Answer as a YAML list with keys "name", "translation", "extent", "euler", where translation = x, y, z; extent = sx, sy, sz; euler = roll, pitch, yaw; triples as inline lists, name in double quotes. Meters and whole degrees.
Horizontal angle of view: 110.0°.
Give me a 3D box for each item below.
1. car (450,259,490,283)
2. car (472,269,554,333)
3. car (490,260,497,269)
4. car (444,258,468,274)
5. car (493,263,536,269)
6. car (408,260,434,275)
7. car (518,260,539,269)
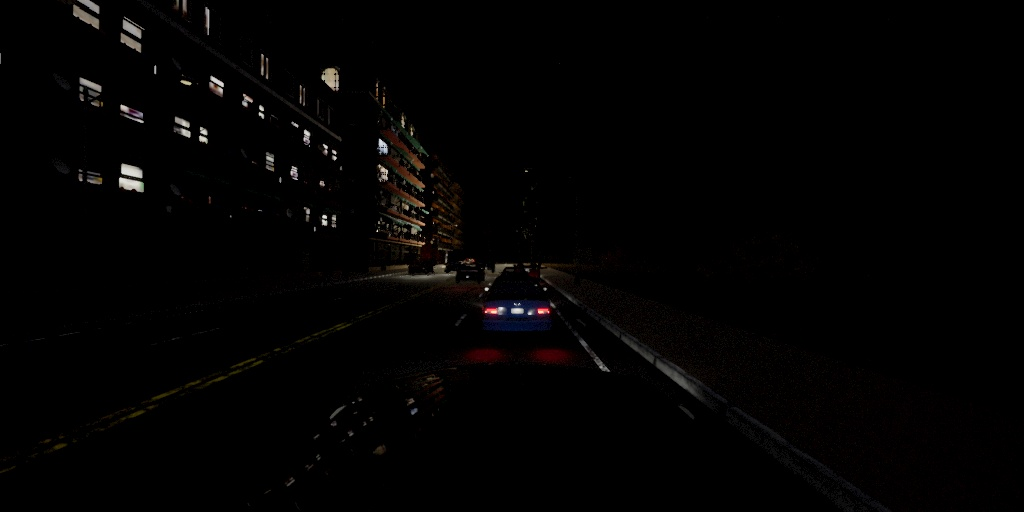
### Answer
- name: "car"
  translation: [-3.100, 1.246, 27.444]
  extent: [2.128, 1.511, 4.902]
  euler: [0, 0, 0]
- name: "car"
  translation: [0.119, 1.299, 10.663]
  extent: [2.033, 1.411, 5.357]
  euler: [0, 0, 0]
- name: "car"
  translation: [-3.065, 1.258, 44.728]
  extent: [1.837, 1.490, 4.892]
  euler: [0, 0, 0]
- name: "car"
  translation: [-6.523, 1.300, 41.548]
  extent: [2.033, 1.411, 5.357]
  euler: [0, 0, 0]
- name: "car"
  translation: [0.132, 1.317, 20.996]
  extent: [1.994, 1.385, 4.181]
  euler: [0, 0, 1]
- name: "car"
  translation: [-9.779, 1.231, 38.823]
  extent: [1.882, 1.535, 5.008]
  euler: [0, 0, 0]
- name: "car"
  translation: [1.193, 1.105, 29.930]
  extent: [2.097, 1.767, 4.553]
  euler: [0, 0, 0]
